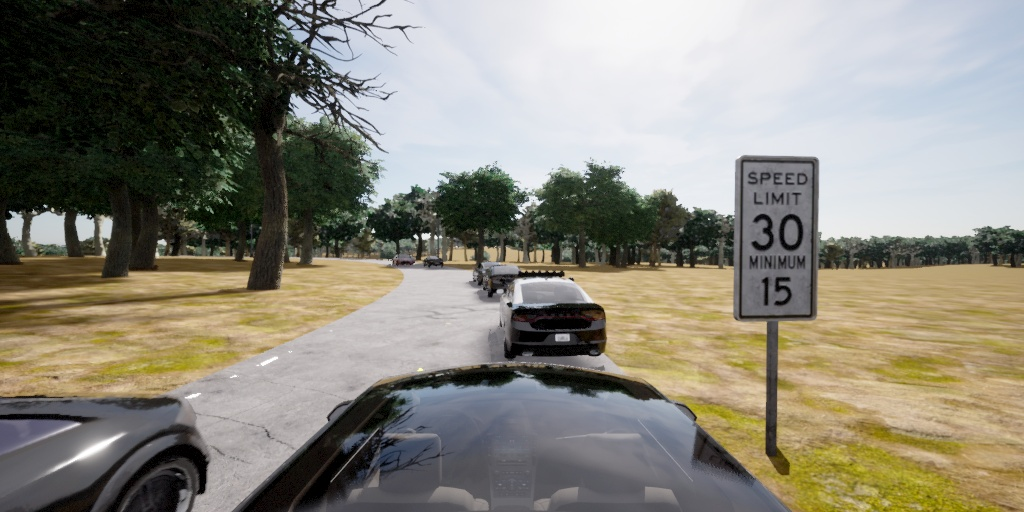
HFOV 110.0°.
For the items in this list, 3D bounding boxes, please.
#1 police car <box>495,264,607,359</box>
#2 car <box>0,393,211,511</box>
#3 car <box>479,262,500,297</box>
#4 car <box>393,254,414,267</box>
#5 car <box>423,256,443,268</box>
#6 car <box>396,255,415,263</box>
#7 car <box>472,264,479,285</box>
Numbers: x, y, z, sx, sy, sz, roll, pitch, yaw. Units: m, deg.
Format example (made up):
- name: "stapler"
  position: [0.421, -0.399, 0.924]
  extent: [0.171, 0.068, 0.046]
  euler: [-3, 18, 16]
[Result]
- name: "police car"
  position: [0.682, 1.167, 8.615]
  extent: [1.930, 1.638, 5.238]
  euler: [0, 0, -4]
- name: "car"
  position: [-3.221, 1.314, 0.906]
  extent: [1.994, 1.385, 4.181]
  euler: [0, 0, -1]
- name: "car"
  position: [-0.458, 1.173, 18.655]
  extent: [1.882, 1.535, 5.008]
  euler: [0, 1, -9]
- name: "car"
  position: [-15.136, 0.535, 49.639]
  extent: [2.097, 1.767, 4.553]
  euler: [-1, 1, -28]
- name: "car"
  position: [-10.550, 0.699, 47.797]
  extent: [1.882, 1.535, 5.008]
  euler: [0, 1, -25]
- name: "car"
  position: [-18.386, 0.509, 61.890]
  extent: [1.994, 1.385, 4.181]
  euler: [-1, 1, -35]
- name: "car"
  position: [-1.596, 1.141, 24.679]
  extent: [1.837, 1.490, 4.892]
  euler: [0, 1, -12]
